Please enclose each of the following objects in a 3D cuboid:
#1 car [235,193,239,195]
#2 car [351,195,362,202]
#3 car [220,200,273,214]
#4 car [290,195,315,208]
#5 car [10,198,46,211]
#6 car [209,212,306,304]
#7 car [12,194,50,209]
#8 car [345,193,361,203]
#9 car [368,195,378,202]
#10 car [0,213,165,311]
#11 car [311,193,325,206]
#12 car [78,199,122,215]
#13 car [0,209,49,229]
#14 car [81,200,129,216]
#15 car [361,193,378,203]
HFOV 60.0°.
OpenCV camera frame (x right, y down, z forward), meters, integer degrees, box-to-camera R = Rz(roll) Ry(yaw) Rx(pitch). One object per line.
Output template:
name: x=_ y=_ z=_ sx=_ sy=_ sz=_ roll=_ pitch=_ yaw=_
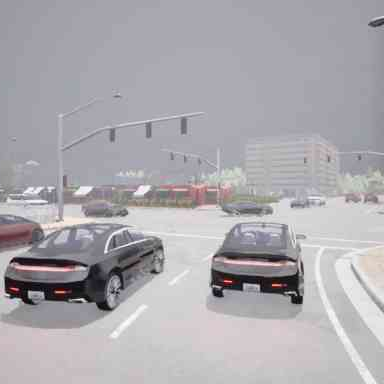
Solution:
car: x=11.184 y=1.209 z=88.562 sx=4.605 sy=1.855 sz=1.932 roll=0 pitch=0 yaw=32
car: x=39.394 y=1.540 z=79.528 sx=2.033 sy=1.411 sz=5.357 roll=0 pitch=0 yaw=31
car: x=5.140 y=1.534 z=31.282 sx=4.902 sy=1.511 sz=2.128 roll=0 pitch=1 yaw=-9
car: x=15.485 y=1.547 z=47.290 sx=2.033 sy=1.411 sz=5.357 roll=0 pitch=0 yaw=31
car: x=-21.053 y=1.533 z=42.638 sx=5.008 sy=1.535 sz=1.882 roll=0 pitch=0 yaw=32
car: x=1.746 y=1.492 z=8.255 sx=2.128 sy=1.511 sz=4.902 roll=0 pitch=0 yaw=16
car: x=-18.114 y=1.280 z=36.681 sx=5.566 sy=2.045 sz=2.150 roll=0 pitch=0 yaw=32
car: x=33.850 y=1.225 z=70.453 sx=2.150 sy=2.045 sz=5.566 roll=0 pitch=0 yaw=31
car: x=42.163 y=1.524 z=77.348 sx=1.812 sy=1.442 sz=4.674 roll=0 pitch=0 yaw=31
car: x=-2.071 y=1.492 z=7.862 sx=2.128 sy=1.511 sz=4.902 roll=0 pitch=0 yaw=12
car: x=21.106 y=1.221 z=56.454 sx=2.150 sy=2.045 sz=5.566 roll=0 pitch=0 yaw=31
car: x=-9.881 y=1.582 z=35.703 sx=4.674 sy=1.442 sz=1.812 roll=0 pitch=0 yaw=32
car: x=-7.824 y=1.564 z=12.893 sx=1.994 sy=1.385 sz=4.181 roll=0 pitch=0 yaw=17
car: x=-7.767 y=1.620 z=30.263 sx=4.181 sy=1.385 sz=1.994 roll=0 pitch=0 yaw=32
car: x=36.645 y=1.225 z=68.314 sx=2.150 sy=2.045 sz=5.566 roll=0 pitch=0 yaw=31
